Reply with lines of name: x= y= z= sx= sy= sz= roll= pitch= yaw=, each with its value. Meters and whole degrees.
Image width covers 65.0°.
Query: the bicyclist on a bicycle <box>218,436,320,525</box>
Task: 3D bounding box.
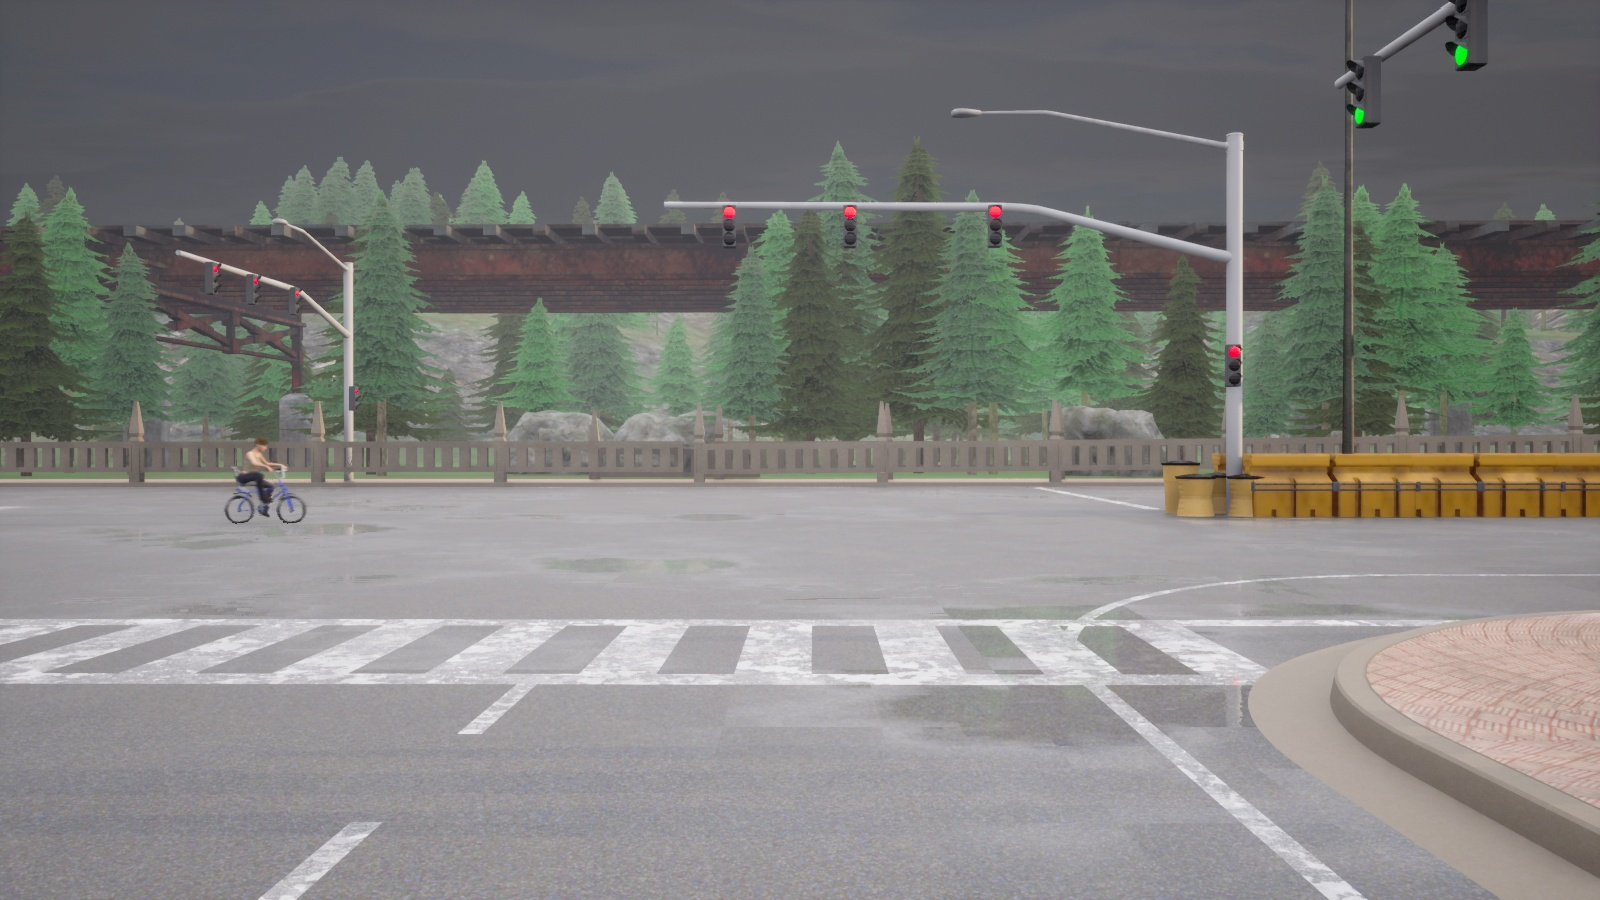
bicyclist on a bicycle: x=-9.728 y=0.545 z=23.038 sx=1.509 sy=1.612 sz=0.866 roll=0 pitch=0 yaw=0
